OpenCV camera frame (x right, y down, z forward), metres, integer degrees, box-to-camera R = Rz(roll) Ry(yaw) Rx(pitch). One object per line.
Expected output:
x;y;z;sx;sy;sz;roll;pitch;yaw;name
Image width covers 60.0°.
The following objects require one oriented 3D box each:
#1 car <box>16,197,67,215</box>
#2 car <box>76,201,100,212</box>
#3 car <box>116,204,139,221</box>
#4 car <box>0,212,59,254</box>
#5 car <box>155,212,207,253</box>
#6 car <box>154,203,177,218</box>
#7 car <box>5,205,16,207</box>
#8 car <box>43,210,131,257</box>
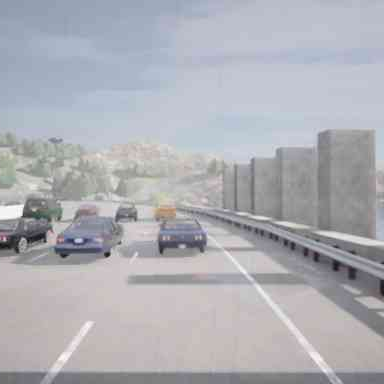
-12.687;1.528;28.509;2.150;2.045;5.566;0;0;-9;car
-9.446;1.847;30.336;1.812;1.442;4.674;0;0;-9;car
-5.920;1.816;30.470;2.128;1.511;4.902;0;0;-9;car
-7.509;1.752;14.087;1.895;1.301;4.718;0;-1;-4;car
-0.524;1.756;14.546;1.895;1.301;4.718;0;-1;-4;car
-2.582;1.814;31.719;1.882;1.535;5.008;0;0;-9;car
-30.603;2.153;57.115;2.033;1.411;5.357;0;-1;-19;car
-3.957;1.693;13.593;2.033;1.411;5.357;0;-1;-4;car
